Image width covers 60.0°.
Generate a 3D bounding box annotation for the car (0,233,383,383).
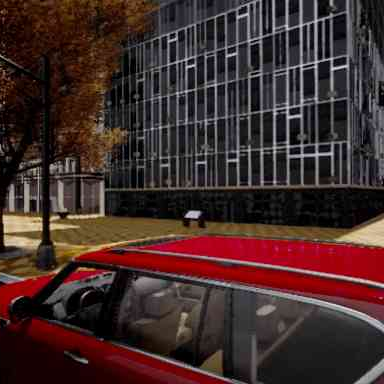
[{"bbox_3d":[-0.159,1.326,2.990,5.009,1.841,2.192,0,0,35],"label":"car"}]
